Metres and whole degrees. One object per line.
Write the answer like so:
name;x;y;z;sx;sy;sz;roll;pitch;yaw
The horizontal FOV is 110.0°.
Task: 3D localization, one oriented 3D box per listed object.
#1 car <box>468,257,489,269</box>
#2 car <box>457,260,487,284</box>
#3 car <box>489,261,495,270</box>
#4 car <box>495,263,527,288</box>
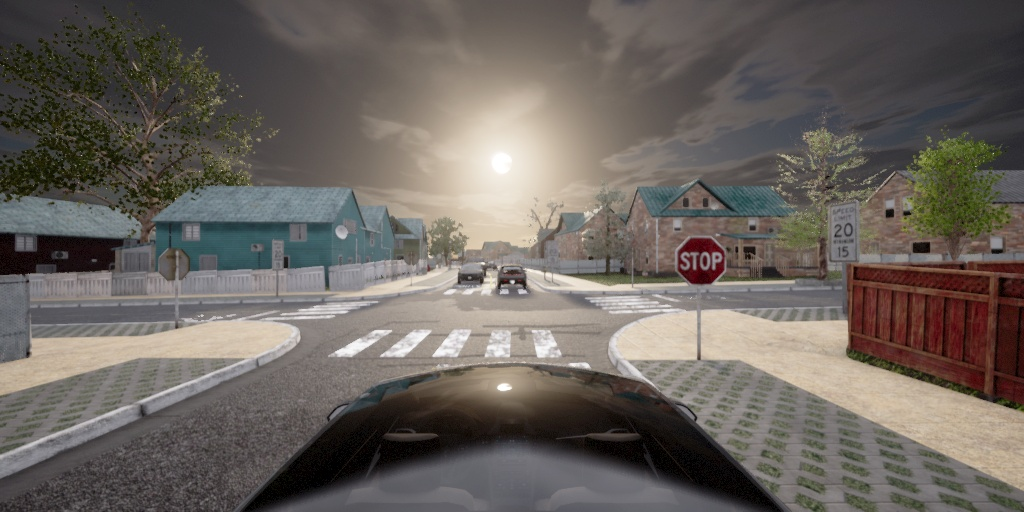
car;-3.879;1.097;38.525;2.150;2.045;5.566;0;0;-6
car;-3.162;1.300;28.062;1.882;1.535;5.008;0;0;-3
car;-3.469;1.521;57.838;1.812;1.442;4.674;0;-1;-10
car;-0.041;1.308;24.034;1.837;1.490;4.892;0;0;-2
